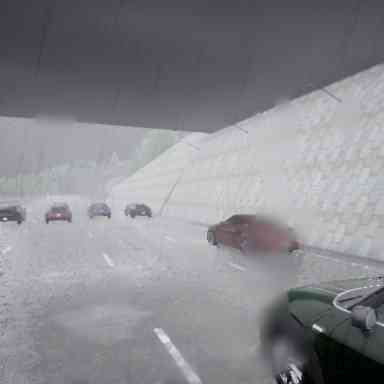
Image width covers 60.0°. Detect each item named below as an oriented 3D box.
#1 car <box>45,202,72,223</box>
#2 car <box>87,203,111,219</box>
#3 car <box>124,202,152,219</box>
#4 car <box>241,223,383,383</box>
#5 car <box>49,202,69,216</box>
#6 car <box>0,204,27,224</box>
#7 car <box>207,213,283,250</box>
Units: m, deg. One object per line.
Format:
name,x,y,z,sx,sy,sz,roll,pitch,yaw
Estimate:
car,-10.973,1.751,27.359,1.994,1.385,4.181,0,0,-22
car,-8.803,1.736,31.371,2.033,1.411,5.357,0,0,-21
car,-5.174,1.690,31.714,1.812,1.442,4.674,0,0,-22
car,2.504,1.345,2.737,2.097,1.767,4.553,0,0,-21
car,-14.781,1.816,36.970,1.994,1.385,4.181,0,0,-22
car,-14.296,1.709,26.231,1.837,1.490,4.892,0,0,-22
car,2.217,1.563,13.010,1.812,1.442,4.674,0,0,-22
